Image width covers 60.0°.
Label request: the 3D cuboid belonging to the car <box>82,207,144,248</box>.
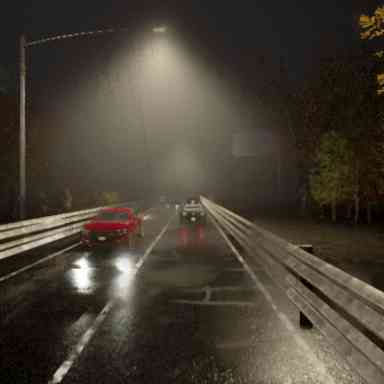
[{"bbox_3d":[-3.347,1.451,14.865,1.882,1.535,5.008,0,0,0],"label":"car"}]

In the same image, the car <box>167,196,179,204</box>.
[{"bbox_3d":[-3.279,1.461,58.869,1.837,1.490,4.892,0,0,0],"label":"car"}]

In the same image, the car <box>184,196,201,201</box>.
[{"bbox_3d":[0.086,1.278,41.660,2.097,1.767,4.553,0,0,0],"label":"car"}]

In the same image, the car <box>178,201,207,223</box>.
[{"bbox_3d":[0.099,1.557,24.768,1.895,1.301,4.718,0,0,0],"label":"car"}]
